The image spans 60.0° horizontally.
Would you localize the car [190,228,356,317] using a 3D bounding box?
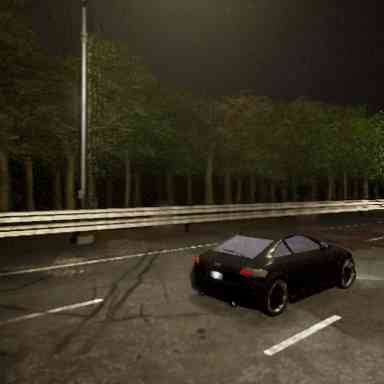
[{"bbox_3d":[1.977,1.530,7.539,4.181,1.385,1.994,0,1,-41],"label":"car"}]
